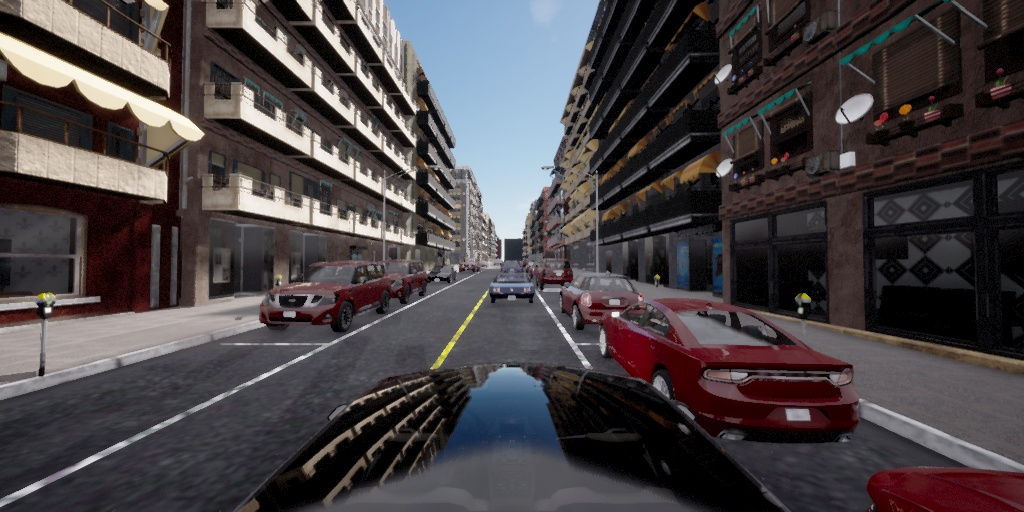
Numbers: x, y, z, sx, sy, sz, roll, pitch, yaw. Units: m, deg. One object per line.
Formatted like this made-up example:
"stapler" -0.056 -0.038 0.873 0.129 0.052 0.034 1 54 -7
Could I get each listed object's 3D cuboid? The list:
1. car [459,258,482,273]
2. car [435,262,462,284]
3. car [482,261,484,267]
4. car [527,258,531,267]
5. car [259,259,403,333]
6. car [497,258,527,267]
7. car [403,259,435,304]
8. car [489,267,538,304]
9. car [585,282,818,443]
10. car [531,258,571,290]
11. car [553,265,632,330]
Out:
"car" -5.314 1.134 44.235 2.192 1.841 5.009 0 0 0
"car" -5.314 1.346 27.646 1.948 1.339 4.313 0 0 0
"car" -5.314 1.382 49.766 1.888 1.381 4.507 0 0 0
"car" 2.534 1.231 33.118 1.967 1.591 4.097 0 0 0
"car" -5.314 1.072 11.054 2.192 1.841 5.009 0 0 0
"car" 0.000 1.155 31.480 2.097 1.767 4.553 0 0 0
"car" -5.314 1.078 16.584 2.192 1.841 5.009 0 0 0
"car" 0.000 1.381 16.534 1.895 1.301 4.718 0 0 0
"car" 2.568 1.297 5.462 1.888 1.381 4.507 0 0 0
"car" 2.534 1.085 22.055 2.192 1.841 5.009 0 0 0
"car" 2.576 1.197 10.994 1.967 1.591 4.097 0 0 0
